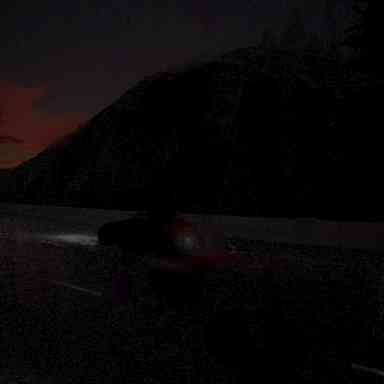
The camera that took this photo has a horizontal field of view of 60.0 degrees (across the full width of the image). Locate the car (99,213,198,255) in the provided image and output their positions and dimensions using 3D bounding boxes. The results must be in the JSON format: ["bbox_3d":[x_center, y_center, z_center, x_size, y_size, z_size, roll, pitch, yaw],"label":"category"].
[{"bbox_3d":[-2.003,1.639,14.157,4.902,1.511,2.128,0,-1,39],"label":"car"}]
